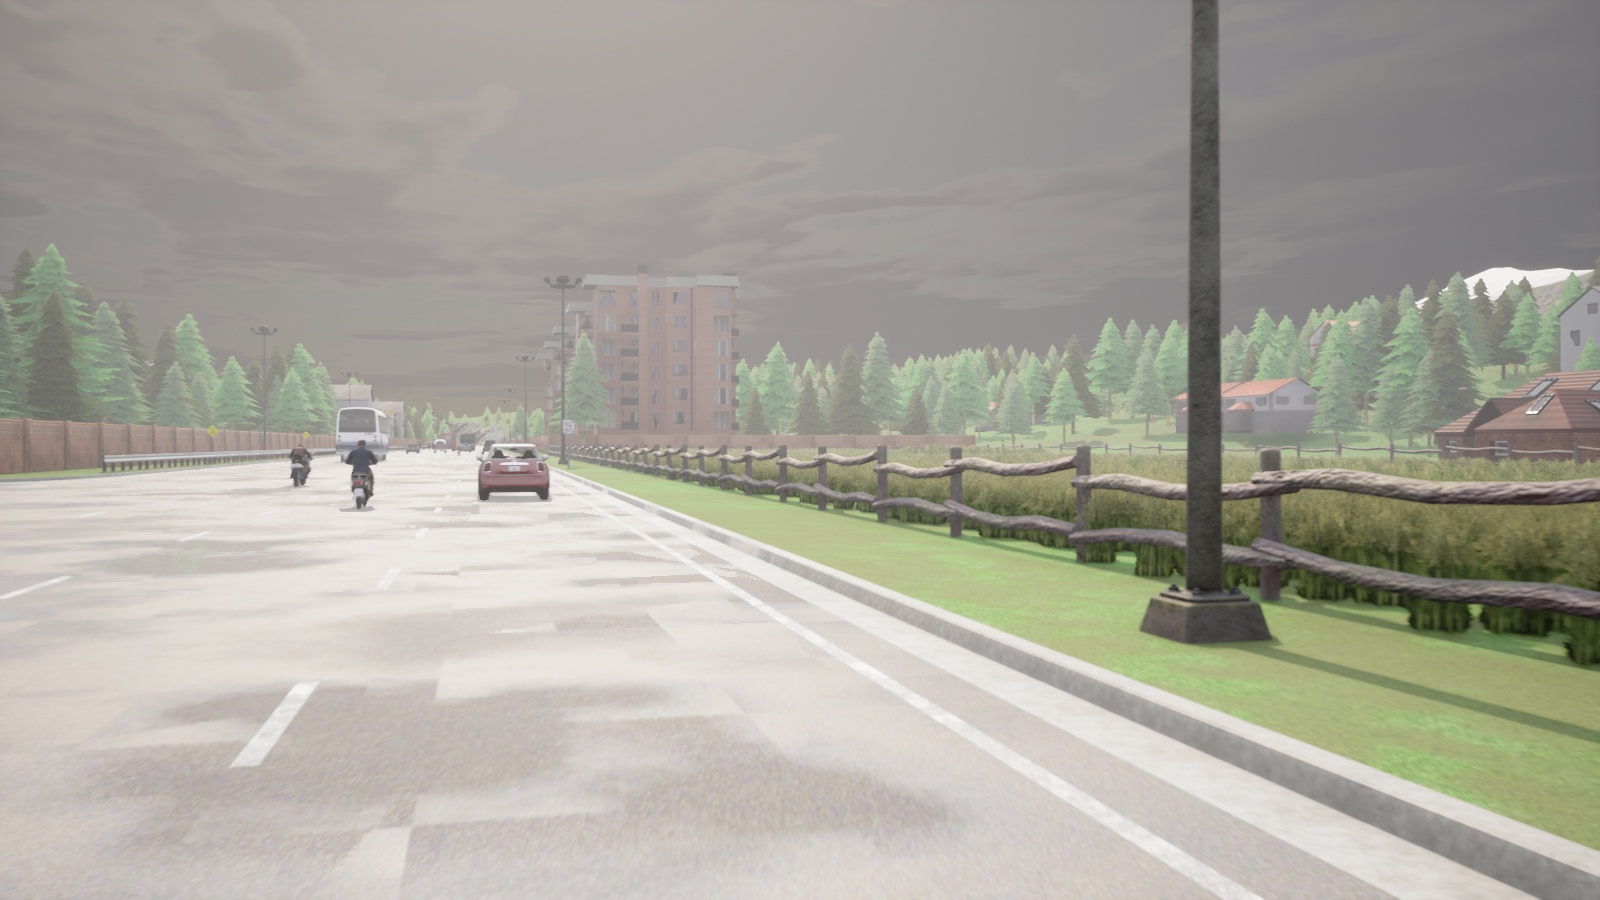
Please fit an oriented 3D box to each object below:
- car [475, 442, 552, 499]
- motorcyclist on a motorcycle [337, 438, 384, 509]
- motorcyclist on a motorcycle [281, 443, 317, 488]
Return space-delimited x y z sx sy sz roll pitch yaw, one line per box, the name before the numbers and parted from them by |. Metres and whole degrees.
car | -7.913 0.511 34.525 1.970 1.475 3.806 0 0 -14
motorcyclist on a motorcycle | -10.151 0.528 29.038 0.866 1.590 1.817 0 0 -14
motorcyclist on a motorcycle | -17.417 0.521 43.698 0.866 1.530 2.191 0 0 -14
